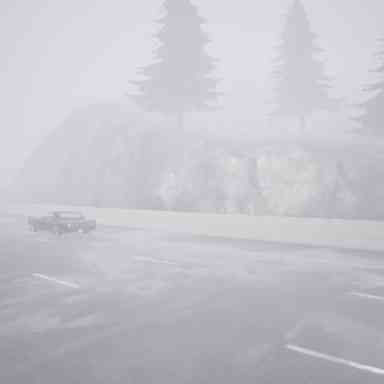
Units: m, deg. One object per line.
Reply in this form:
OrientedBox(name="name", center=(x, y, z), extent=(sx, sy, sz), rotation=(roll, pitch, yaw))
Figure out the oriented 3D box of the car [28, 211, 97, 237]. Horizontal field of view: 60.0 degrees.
OrientedBox(name="car", center=(-7.476, 1.728, 18.831), extent=(4.718, 1.301, 1.895), rotation=(0, -1, 42))
